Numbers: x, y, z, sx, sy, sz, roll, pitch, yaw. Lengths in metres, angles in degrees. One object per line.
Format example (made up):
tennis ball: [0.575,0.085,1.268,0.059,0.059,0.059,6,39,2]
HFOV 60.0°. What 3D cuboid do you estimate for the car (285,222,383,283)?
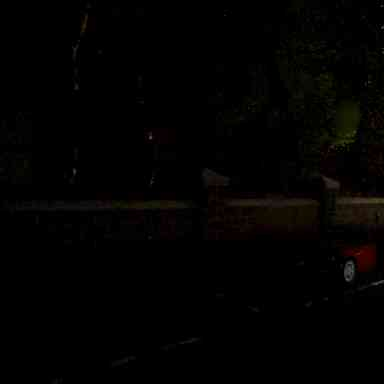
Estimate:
car: [4.673,1.625,9.892,4.507,1.381,1.887,1,0,-36]
